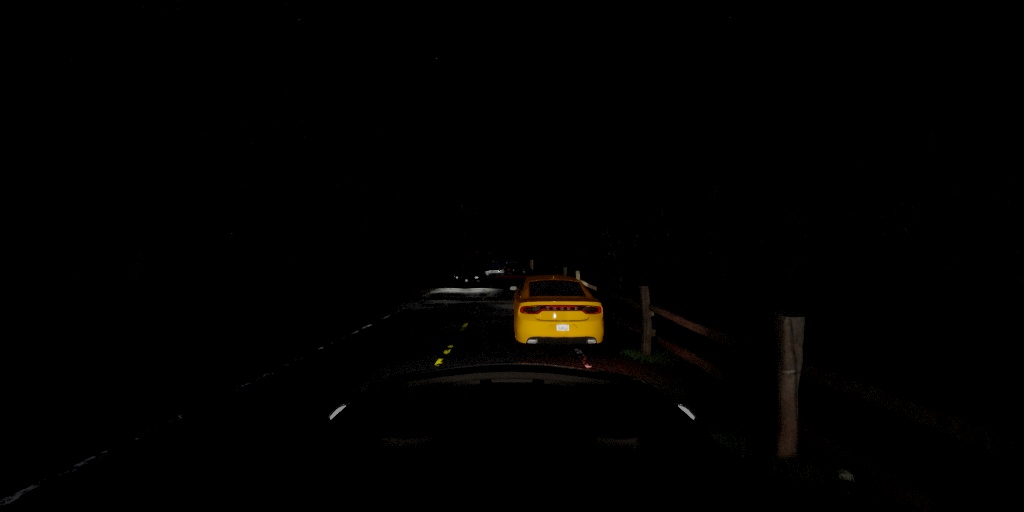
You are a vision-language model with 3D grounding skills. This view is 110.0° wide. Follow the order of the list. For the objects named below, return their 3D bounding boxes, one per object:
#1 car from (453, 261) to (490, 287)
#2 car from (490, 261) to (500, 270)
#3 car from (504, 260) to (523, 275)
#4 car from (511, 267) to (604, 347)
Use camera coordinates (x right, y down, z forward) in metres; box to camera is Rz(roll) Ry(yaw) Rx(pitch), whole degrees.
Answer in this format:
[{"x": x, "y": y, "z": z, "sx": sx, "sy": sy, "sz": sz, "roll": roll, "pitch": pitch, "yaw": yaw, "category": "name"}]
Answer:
[{"x": -2.797, "y": 1.245, "z": 24.486, "sx": 1.837, "sy": 1.490, "sz": 4.892, "roll": 0, "pitch": 0, "yaw": 0, "category": "car"}, {"x": -2.639, "y": 1.308, "z": 50.611, "sx": 1.895, "sy": 1.301, "sz": 4.718, "roll": 0, "pitch": 0, "yaw": 0, "category": "car"}, {"x": 0.165, "y": 1.219, "z": 38.340, "sx": 2.128, "sy": 1.511, "sz": 4.902, "roll": 0, "pitch": 0, "yaw": 0, "category": "car"}, {"x": 0.982, "y": 1.227, "z": 9.367, "sx": 1.882, "sy": 1.535, "sz": 5.008, "roll": 0, "pitch": 0, "yaw": 0, "category": "car"}]
